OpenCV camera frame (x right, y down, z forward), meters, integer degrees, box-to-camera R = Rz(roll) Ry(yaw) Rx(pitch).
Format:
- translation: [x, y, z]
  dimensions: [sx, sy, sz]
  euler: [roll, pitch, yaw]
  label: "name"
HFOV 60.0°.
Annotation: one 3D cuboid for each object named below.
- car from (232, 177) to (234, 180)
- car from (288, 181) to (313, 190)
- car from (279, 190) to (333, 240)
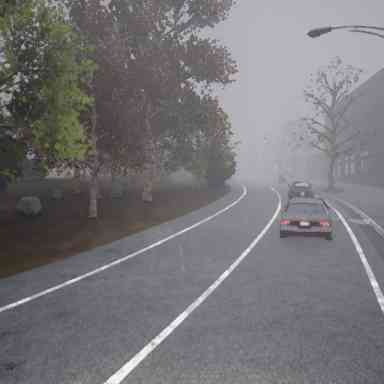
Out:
- translation: [7.884, -3.403, 73.631]
  dimensions: [1.812, 1.442, 4.674]
  euler: [1, 4, -7]
  label: "car"
- translation: [9.039, -0.190, 27.770]
  dimensions: [1.812, 1.442, 4.674]
  euler: [0, 4, 14]
  label: "car"
- translation: [4.555, 0.908, 13.234]
  dimensions: [2.033, 1.411, 5.357]
  euler: [0, 4, 20]
  label: "car"
